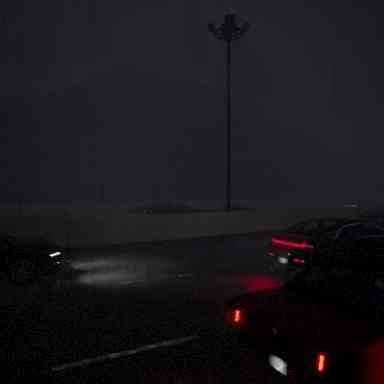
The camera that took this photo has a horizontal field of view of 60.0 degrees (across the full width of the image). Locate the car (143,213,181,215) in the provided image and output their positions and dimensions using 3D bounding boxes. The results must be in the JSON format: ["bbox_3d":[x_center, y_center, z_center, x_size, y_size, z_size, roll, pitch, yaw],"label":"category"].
[{"bbox_3d":[-1.515,1.607,26.495,4.718,1.301,1.895,0,0,-31],"label":"car"}]

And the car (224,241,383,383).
[{"bbox_3d":[2.903,1.602,4.696,4.718,1.301,1.895,0,0,-28],"label":"car"}]

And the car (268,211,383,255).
[{"bbox_3d":[4.391,1.494,9.512,4.902,1.511,2.128,0,0,-29],"label":"car"}]

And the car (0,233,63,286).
[{"bbox_3d":[-5.753,1.506,8.068,4.892,1.490,1.837,0,0,-26],"label":"car"}]

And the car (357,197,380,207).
[{"bbox_3d":[28.622,1.518,53.888,4.892,1.490,1.837,0,0,-44],"label":"car"}]

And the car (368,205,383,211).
[{"bbox_3d":[10.496,1.482,17.235,5.008,1.535,1.882,0,0,-32],"label":"car"}]

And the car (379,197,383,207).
[{"bbox_3d":[30.548,1.491,50.894,5.008,1.535,1.882,0,0,-44],"label":"car"}]

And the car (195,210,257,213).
[{"bbox_3d":[2.870,1.606,25.054,4.718,1.301,1.895,0,0,-32],"label":"car"}]
